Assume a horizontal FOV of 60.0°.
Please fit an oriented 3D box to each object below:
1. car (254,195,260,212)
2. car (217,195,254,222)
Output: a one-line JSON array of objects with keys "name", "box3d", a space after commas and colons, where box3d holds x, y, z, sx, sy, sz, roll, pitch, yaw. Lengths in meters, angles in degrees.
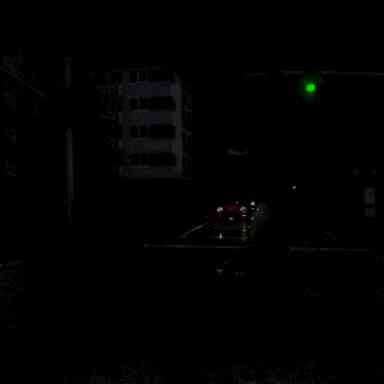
[{"name": "car", "box3d": [5.512, 1.095, 33.867, 2.097, 1.767, 4.553, -1, 0, 14]}, {"name": "car", "box3d": [3.119, 1.174, 24.207, 2.097, 1.767, 4.553, -1, 0, 14]}]
